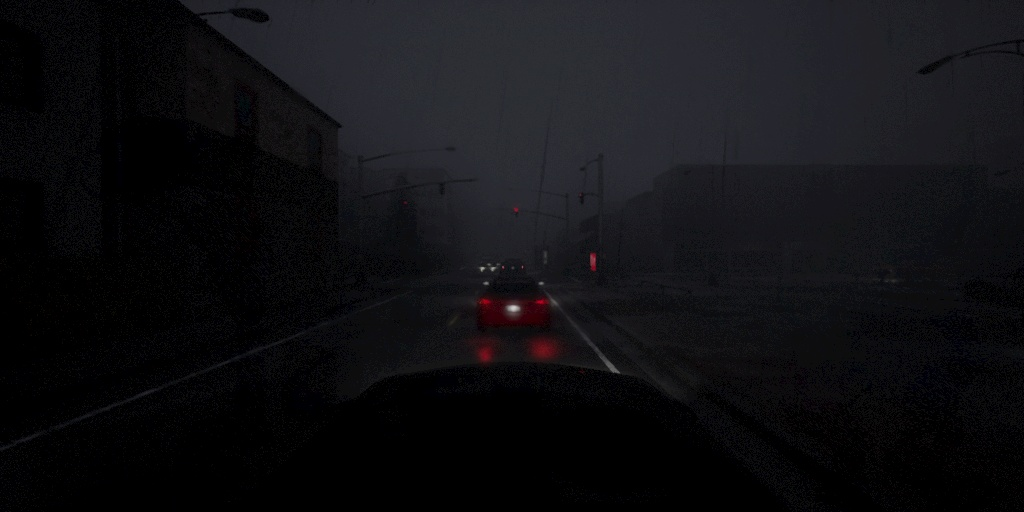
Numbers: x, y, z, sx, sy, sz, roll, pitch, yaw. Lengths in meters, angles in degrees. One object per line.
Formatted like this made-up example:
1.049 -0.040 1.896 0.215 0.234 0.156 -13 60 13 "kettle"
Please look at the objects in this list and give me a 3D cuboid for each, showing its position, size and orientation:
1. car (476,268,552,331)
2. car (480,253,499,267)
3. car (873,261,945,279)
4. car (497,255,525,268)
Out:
0.062 1.239 10.733 1.994 1.385 4.181 0 0 0 "car"
-3.564 0.537 54.129 2.150 2.045 5.566 0 0 0 "car"
34.029 1.160 30.842 5.008 1.535 1.882 0 0 0 "car"
0.085 0.970 30.962 2.097 1.767 4.553 0 0 0 "car"
